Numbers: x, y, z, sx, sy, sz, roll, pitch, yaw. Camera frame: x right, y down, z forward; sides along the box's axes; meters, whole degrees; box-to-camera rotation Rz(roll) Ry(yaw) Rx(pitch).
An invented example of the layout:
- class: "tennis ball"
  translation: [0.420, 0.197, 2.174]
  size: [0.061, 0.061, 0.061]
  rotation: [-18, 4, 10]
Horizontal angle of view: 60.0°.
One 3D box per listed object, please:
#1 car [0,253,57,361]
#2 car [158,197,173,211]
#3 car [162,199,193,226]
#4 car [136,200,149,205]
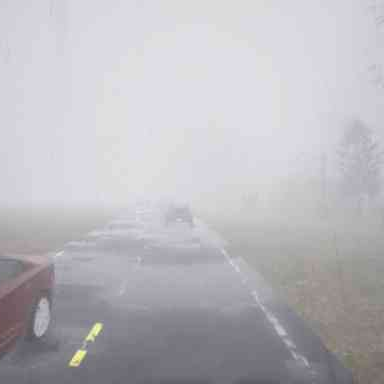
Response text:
- class: "car"
  translation: [-3.184, 1.478, 3.599]
  size: [1.882, 1.535, 5.008]
  rotation: [0, 0, -1]
- class: "car"
  translation: [-3.148, 1.345, 41.755]
  size: [2.097, 1.767, 4.553]
  rotation: [0, 0, -8]
- class: "car"
  translation: [-0.972, 1.503, 23.261]
  size: [1.837, 1.490, 4.892]
  rotation: [0, 0, -5]
- class: "car"
  translation: [-6.611, 1.240, 44.283]
  size: [1.895, 1.301, 4.718]
  rotation: [0, 0, -9]
